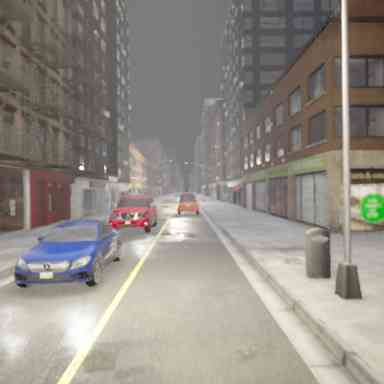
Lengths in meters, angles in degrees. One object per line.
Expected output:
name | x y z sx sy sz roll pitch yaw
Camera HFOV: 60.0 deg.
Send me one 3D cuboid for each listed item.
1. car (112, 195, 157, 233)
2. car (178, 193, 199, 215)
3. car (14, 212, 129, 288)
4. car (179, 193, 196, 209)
car | -3.359 1.228 20.094 2.150 2.045 5.566 -1 0 0
car | -0.376 1.289 33.704 2.097 1.767 4.553 -1 0 -1
car | -3.212 1.552 9.559 1.812 1.442 4.674 -1 0 -1
car | -0.569 1.138 45.157 2.150 2.045 5.566 -1 1 -1
